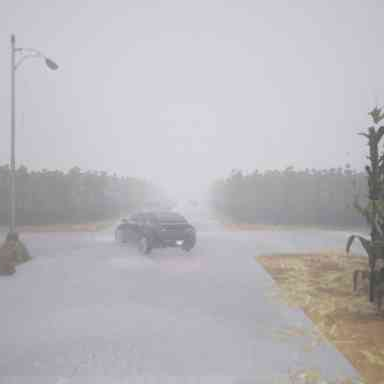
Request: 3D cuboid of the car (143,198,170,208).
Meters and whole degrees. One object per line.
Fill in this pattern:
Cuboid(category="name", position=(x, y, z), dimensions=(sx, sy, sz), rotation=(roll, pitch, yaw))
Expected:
Cuboid(category="car", position=(-3.249, 1.511, 27.872), dimensions=(1.837, 1.490, 4.892), rotation=(0, 0, 2))

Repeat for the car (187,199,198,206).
Cuboid(category="car", position=(0.101, 1.910, 62.027), dimensions=(1.895, 1.301, 4.718), rotation=(0, -1, 0))

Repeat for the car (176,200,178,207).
Cuboid(category="car", position=(-3.180, 1.564, 49.998), dimensions=(2.128, 1.511, 4.902), rotation=(0, -1, 1))

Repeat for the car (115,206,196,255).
Cuboid(category="car", position=(-1.616, 1.509, 13.575), dimensions=(1.837, 1.490, 4.892), rotation=(3, -2, -29))

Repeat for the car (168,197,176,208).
Cuboid(category="car", position=(-3.195, 1.464, 38.171), dimensions=(1.882, 1.535, 5.008), rotation=(0, 0, 0))
